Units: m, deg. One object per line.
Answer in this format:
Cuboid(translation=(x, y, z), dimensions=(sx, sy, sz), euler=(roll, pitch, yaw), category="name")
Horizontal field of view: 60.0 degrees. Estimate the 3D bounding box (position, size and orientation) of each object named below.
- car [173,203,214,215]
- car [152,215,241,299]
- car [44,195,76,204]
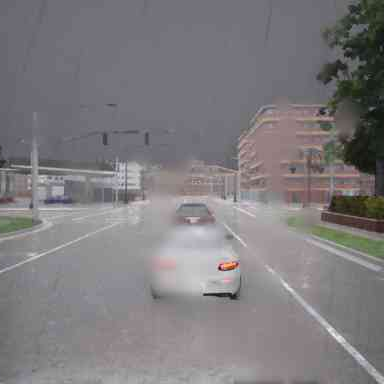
Cuboid(translation=(0.079, 1.352, 17.299), dimensions=(2.097, 1.767, 4.553), euler=(0, 0, 0), category="car")
Cuboid(translation=(0.094, 1.526, 8.306), dimensions=(1.812, 1.442, 4.674), euler=(0, 0, 0), category="car")
Cuboid(translation=(-23.388, 1.295, 58.028), dimensions=(4.611, 1.667, 2.242), euler=(0, 0, 1), category="car")
